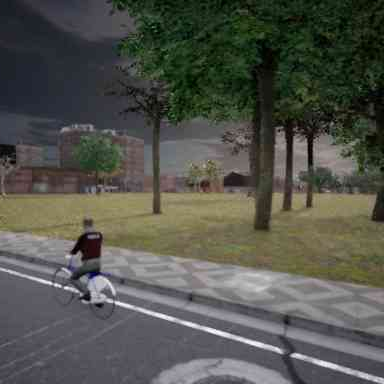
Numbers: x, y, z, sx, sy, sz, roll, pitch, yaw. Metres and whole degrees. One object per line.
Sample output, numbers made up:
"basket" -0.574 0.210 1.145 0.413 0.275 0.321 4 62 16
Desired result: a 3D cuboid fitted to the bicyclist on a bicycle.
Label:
"bicyclist on a bicycle" -2.050 1.331 6.120 1.843 1.776 0.659 1 0 35
